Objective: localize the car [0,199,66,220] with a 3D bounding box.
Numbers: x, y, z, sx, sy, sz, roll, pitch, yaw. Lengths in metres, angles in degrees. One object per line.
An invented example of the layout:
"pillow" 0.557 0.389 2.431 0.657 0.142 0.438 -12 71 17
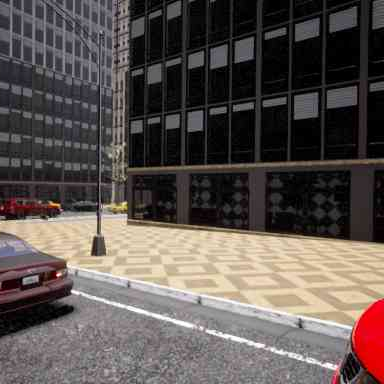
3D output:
"car" -14.400 1.519 29.801 2.192 1.841 5.009 1 0 37

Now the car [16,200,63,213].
"car" -17.874 1.643 39.185 1.752 1.417 4.829 1 0 37

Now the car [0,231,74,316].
"car" -4.797 1.544 7.122 5.357 1.411 2.033 0 0 35

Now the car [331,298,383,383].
"car" 3.474 1.222 1.196 5.566 2.045 2.150 0 0 36

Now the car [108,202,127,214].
"car" -7.579 1.830 38.995 1.752 1.417 4.829 1 0 37

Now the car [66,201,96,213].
"car" -13.636 1.791 40.538 1.895 1.301 4.718 1 0 37
